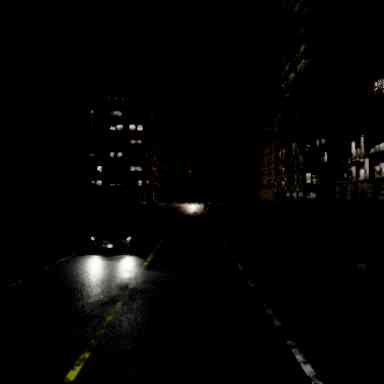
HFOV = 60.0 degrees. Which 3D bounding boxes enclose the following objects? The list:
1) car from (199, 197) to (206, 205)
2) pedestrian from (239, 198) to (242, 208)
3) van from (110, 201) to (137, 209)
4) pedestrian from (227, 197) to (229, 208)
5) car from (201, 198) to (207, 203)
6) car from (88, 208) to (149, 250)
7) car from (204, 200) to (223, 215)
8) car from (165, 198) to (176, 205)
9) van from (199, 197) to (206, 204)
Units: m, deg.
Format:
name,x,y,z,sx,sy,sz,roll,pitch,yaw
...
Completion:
name,x,y,z,sx,sy,sz,roll,pitch,yaw
car,2.683,2.182,82.934,2.192,1.841,5.009,0,-1,0
pedestrian,8.134,1.828,55.803,0.375,1.860,0.375,0,0,0
van,-5.694,1.615,27.992,1.690,1.788,3.998,0,-1,0
pedestrian,6.133,1.713,56.404,0.375,1.860,0.375,0,0,0
car,2.685,2.035,50.691,1.752,1.417,4.829,0,-1,0
car,-3.102,1.694,15.237,2.033,1.411,5.357,0,-1,0
car,2.685,1.955,39.256,1.947,1.339,4.313,0,-1,0
car,-5.695,2.418,82.931,2.008,1.369,4.403,0,-1,0
van,2.683,2.272,88.459,1.690,1.788,3.998,0,-1,0
